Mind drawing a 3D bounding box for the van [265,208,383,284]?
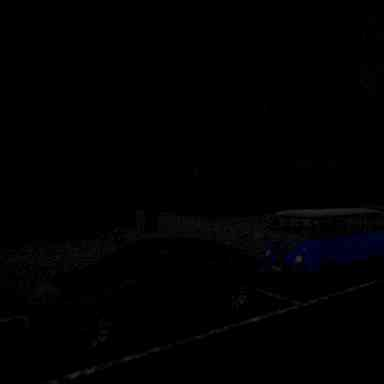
[{"bbox_3d":[3.779,1.356,9.320,3.998,1.788,1.690,0,0,-35],"label":"van"}]

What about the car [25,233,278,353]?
[{"bbox_3d":[-0.658,1.571,6.175,4.313,1.339,1.947,0,0,-35],"label":"car"}]
